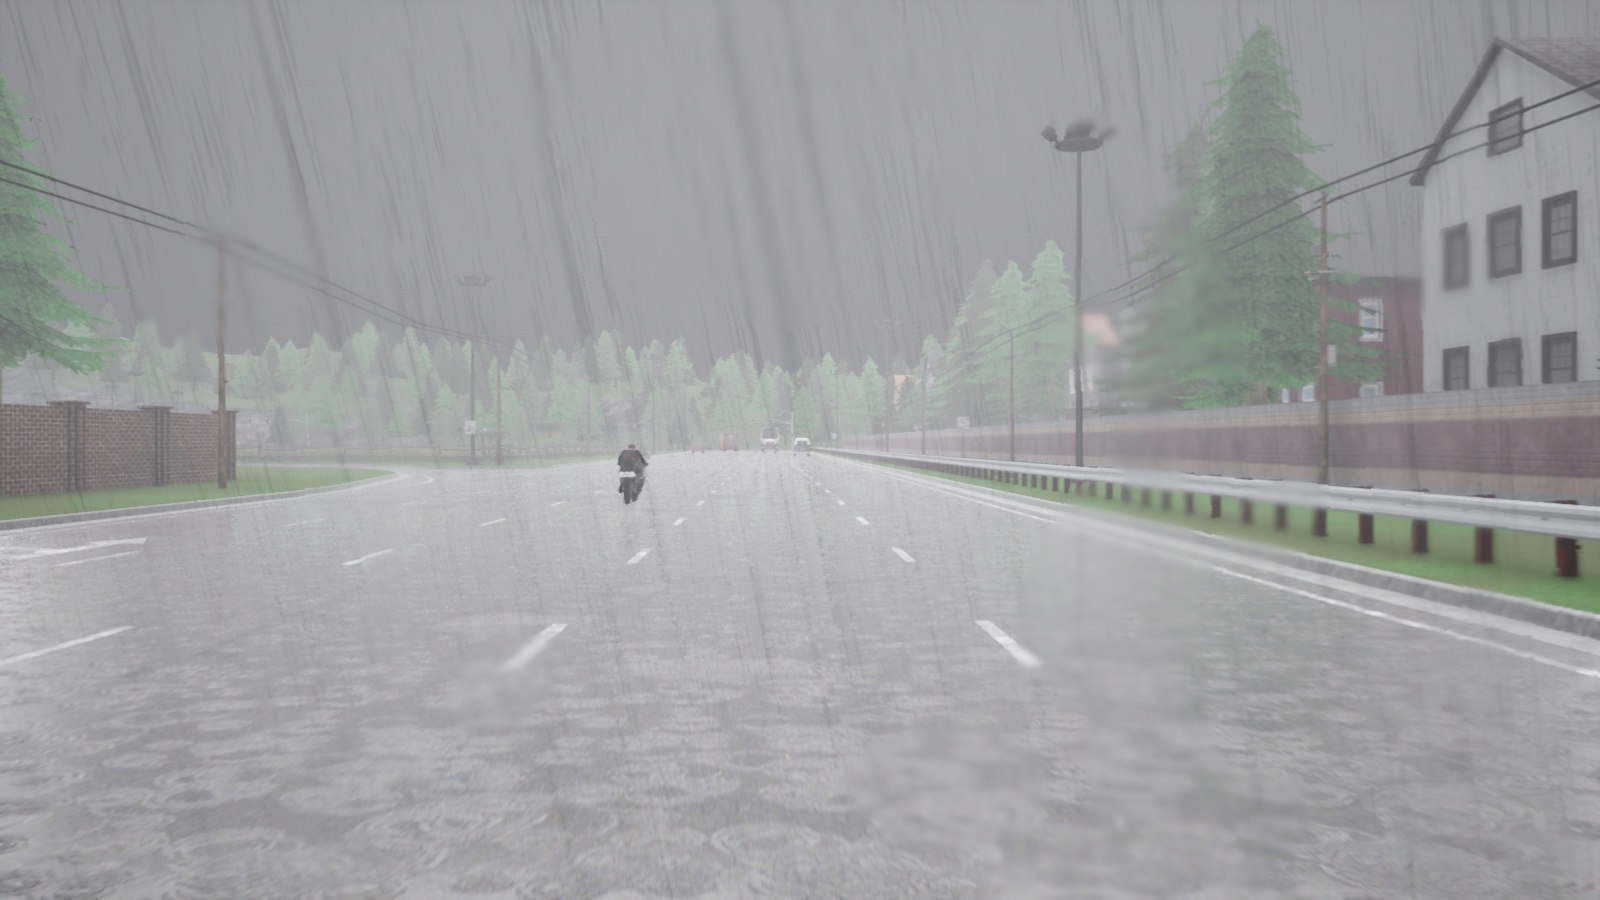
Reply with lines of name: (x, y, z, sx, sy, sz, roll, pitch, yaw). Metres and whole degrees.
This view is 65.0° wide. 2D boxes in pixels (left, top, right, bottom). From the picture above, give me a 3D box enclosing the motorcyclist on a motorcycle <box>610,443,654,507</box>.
motorcyclist on a motorcycle: (-4.208, 0.602, 31.572, 0.866, 1.530, 2.191, 0, 0, -1)
